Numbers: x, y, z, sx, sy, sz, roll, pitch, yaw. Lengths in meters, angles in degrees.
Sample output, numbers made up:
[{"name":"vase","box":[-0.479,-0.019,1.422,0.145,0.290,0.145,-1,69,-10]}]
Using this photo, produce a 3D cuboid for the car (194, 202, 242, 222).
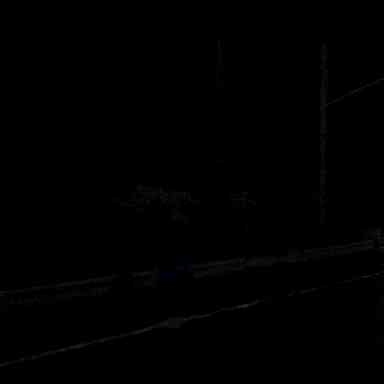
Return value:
[{"name":"car","box":[2.088,1.613,27.861,1.882,1.535,5.008,1,0,-34]}]
